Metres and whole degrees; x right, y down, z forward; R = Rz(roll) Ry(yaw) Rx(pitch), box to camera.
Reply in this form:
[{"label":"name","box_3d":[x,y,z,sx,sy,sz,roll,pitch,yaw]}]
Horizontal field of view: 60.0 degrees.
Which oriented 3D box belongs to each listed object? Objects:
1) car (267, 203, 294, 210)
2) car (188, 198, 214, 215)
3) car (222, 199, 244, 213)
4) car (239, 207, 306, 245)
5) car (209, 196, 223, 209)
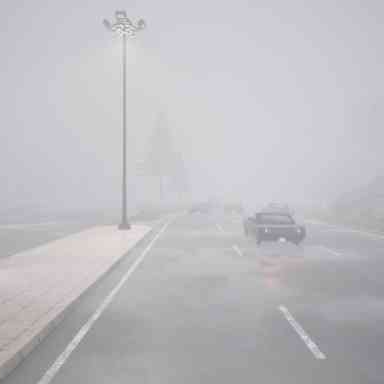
[{"label":"car","box_3d":[7.274,1.601,28.462,1.895,1.301,4.718,0,0,2]},{"label":"car","box_3d":[0.859,1.601,34.319,1.895,1.301,4.718,0,0,8]},{"label":"car","box_3d":[4.606,1.601,35.665,1.895,1.301,4.718,0,0,10]},{"label":"car","box_3d":[3.600,1.601,15.481,1.895,1.301,4.718,0,0,0]},{"label":"car","box_3d":[3.277,1.352,44.328,2.097,1.767,4.553,0,0,16]}]
